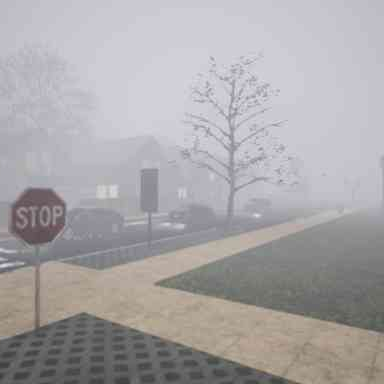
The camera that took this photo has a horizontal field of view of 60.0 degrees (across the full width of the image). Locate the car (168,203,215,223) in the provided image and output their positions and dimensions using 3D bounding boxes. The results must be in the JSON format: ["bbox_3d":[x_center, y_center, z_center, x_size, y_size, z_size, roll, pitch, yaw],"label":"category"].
[{"bbox_3d":[0.030,1.523,25.193,1.994,1.385,4.181,0,0,35],"label":"car"}]

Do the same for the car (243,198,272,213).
[{"bbox_3d":[7.093,1.398,35.747,1.837,1.490,4.892,0,1,34],"label":"car"}]

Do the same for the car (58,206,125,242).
[{"bbox_3d":[-5.570,1.514,16.862,1.837,1.490,4.892,0,0,34],"label":"car"}]
